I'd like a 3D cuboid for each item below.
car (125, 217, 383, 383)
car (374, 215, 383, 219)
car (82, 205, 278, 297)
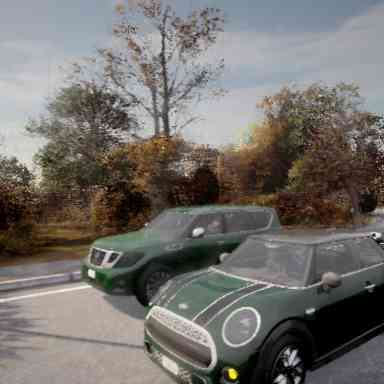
[{"bbox_3d":[1.530,1.437,5.249,4.553,1.767,2.097,1,-1,-37],"label":"car"},{"bbox_3d":[9.882,1.896,16.564,4.902,1.511,2.128,2,-2,-42],"label":"car"},{"bbox_3d":[0.130,1.372,8.560,5.566,2.045,2.150,1,-2,-37],"label":"car"}]
